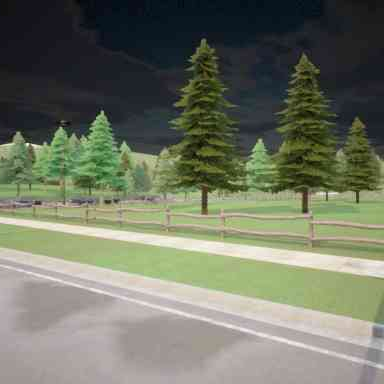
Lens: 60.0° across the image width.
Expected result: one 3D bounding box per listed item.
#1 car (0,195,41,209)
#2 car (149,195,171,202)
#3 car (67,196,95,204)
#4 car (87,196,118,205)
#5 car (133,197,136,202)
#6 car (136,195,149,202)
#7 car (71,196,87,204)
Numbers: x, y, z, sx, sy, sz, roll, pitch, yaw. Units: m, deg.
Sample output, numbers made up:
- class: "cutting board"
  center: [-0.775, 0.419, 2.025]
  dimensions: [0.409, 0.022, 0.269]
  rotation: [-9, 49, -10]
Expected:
- class: "car"
  center: [-23.160, 1.355, 45.385]
  dimensions: [2.097, 1.767, 4.553]
  rotation: [0, 0, 35]
- class: "car"
  center: [-6.148, 1.421, 69.414]
  dimensions: [1.812, 1.442, 4.674]
  rotation: [0, 0, 35]
- class: "car"
  center: [-21.811, 1.492, 65.406]
  dimensions: [2.128, 1.511, 4.902]
  rotation: [0, 0, 35]
- class: "car"
  center: [-14.966, 1.504, 57.027]
  dimensions: [1.837, 1.490, 4.892]
  rotation: [0, 0, 35]
- class: "car"
  center: [-11.265, 1.341, 74.307]
  dimensions: [1.882, 1.535, 5.008]
  rotation: [0, 0, 35]
- class: "car"
  center: [-8.826, 1.426, 71.690]
  dimensions: [2.033, 1.411, 5.357]
  rotation: [0, 0, 35]
- class: "car"
  center: [-18.003, 1.547, 58.782]
  dimensions: [2.033, 1.411, 5.357]
  rotation: [0, 0, 35]
